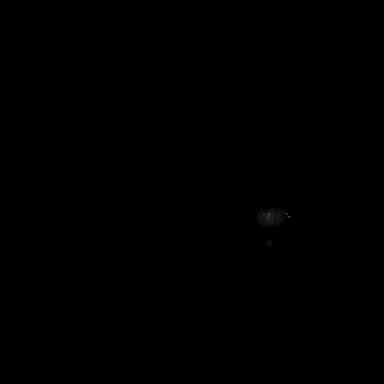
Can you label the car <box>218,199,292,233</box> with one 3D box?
[{"bbox_3d":[3.468,1.238,19.090,2.097,1.767,4.553,1,0,-35],"label":"car"}]
